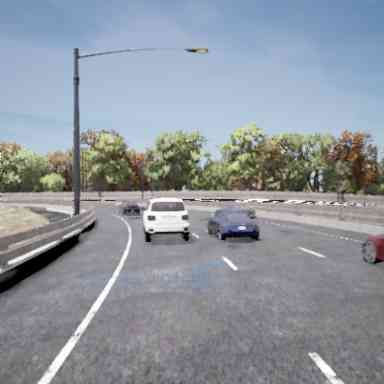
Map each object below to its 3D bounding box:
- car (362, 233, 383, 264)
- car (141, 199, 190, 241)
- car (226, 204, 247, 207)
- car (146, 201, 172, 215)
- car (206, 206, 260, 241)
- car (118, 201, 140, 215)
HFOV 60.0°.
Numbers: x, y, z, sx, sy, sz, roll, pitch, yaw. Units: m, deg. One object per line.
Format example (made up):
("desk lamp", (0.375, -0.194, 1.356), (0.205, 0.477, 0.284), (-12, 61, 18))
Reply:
("car", (6.573, 1.526, 8.951), (1.812, 1.442, 4.674), (0, 0, -4))
("car", (-1.503, 1.360, 17.821), (2.150, 2.045, 5.566), (0, 0, -10))
("car", (3.559, 1.704, 27.528), (2.033, 1.411, 5.357), (0, 0, -14))
("car", (-4.039, 1.875, 39.752), (1.994, 1.385, 4.181), (0, 0, -21))
("car", (2.019, 1.666, 17.495), (1.994, 1.385, 4.181), (0, 0, -9))
("car", (-7.372, 1.841, 38.749), (1.837, 1.490, 4.892), (0, 0, -21))
